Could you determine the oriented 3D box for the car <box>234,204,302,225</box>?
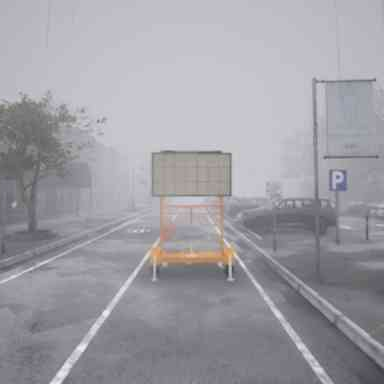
[{"bbox_3d":[5.708,1.704,25.439,4.674,1.452,2.002,0,0,0],"label":"car"}]

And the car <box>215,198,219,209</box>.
[{"bbox_3d":[5.665,1.792,42.265,4.674,1.452,2.002,0,0,0],"label":"car"}]

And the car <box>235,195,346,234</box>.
[{"bbox_3d":[5.690,1.376,19.834,5.566,2.045,2.435,0,0,0],"label":"car"}]

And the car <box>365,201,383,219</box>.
[{"bbox_3d":[18.748,1.436,29.061,5.566,2.045,2.435,0,0,0],"label":"car"}]

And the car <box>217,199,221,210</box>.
[{"bbox_3d":[5.703,1.775,39.458,4.792,1.488,2.163,0,0,0],"label":"car"}]

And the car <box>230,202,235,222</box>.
[{"bbox_3d":[5.527,1.642,22.636,5.366,1.575,1.946,0,0,0],"label":"car"}]

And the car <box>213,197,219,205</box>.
[{"bbox_3d":[5.668,1.757,45.069,4.892,1.521,2.231,0,0,0],"label":"car"}]

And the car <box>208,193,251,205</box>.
[{"bbox_3d":[5.621,1.504,50.677,5.566,2.045,2.435,0,0,0],"label":"car"}]

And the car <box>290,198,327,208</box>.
[{"bbox_3d":[18.907,1.748,54.047,5.366,1.575,1.946,0,0,0],"label":"car"}]

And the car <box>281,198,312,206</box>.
[{"bbox_3d":[18.680,1.774,59.598,4.792,1.488,2.163,0,0,0],"label":"car"}]

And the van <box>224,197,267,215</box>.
[{"bbox_3d":[5.797,1.506,36.656,4.442,1.987,1.878,0,0,0],"label":"van"}]

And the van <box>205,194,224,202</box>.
[{"bbox_3d":[5.462,1.491,81.514,4.442,1.987,1.878,0,0,0],"label":"van"}]

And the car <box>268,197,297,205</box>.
[{"bbox_3d":[18.504,1.731,67.925,5.366,1.575,1.946,0,0,0],"label":"car"}]

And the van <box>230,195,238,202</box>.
[{"bbox_3d":[5.816,1.457,28.244,4.442,1.987,1.878,0,0,0],"label":"van"}]

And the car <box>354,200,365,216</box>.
[{"bbox_3d":[18.765,1.707,31.834,4.892,1.521,2.231,0,0,0],"label":"car"}]

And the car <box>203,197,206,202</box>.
[{"bbox_3d":[5.582,1.483,67.498,5.566,2.045,2.435,0,0,0],"label":"car"}]

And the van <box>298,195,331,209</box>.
[{"bbox_3d":[18.844,1.529,51.272,4.442,1.987,1.878,0,0,0],"label":"van"}]

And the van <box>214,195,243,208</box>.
[{"bbox_3d":[5.759,1.526,53.481,4.442,1.987,1.878,0,0,0],"label":"van"}]

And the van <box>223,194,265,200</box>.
[{"bbox_3d":[5.570,1.493,33.854,4.442,1.987,1.878,0,0,0],"label":"van"}]

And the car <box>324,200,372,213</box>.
[{"bbox_3d":[18.723,1.778,40.160,4.792,1.488,2.163,0,0,0],"label":"car"}]

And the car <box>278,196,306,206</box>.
[{"bbox_3d":[18.733,1.615,62.375,4.553,1.767,2.185,0,0,0],"label":"car"}]

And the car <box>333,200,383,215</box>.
[{"bbox_3d":[18.943,1.732,37.389,5.366,1.575,1.946,0,0,0],"label":"car"}]

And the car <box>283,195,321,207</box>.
[{"bbox_3d":[18.743,1.496,56.822,5.566,2.045,2.435,0,0,0],"label":"car"}]

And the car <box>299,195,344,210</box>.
[{"bbox_3d":[18.762,1.507,48.496,5.566,2.045,2.435,0,0,0],"label":"car"}]

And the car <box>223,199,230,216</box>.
[{"bbox_3d":[5.688,1.701,31.046,5.008,1.535,2.097,0,0,0],"label":"car"}]

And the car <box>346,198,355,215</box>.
[{"bbox_3d":[18.759,1.721,34.612,5.008,1.535,2.097,0,0,0],"label":"car"}]

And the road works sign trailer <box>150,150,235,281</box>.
[{"bbox_3d":[-0.013,0.543,10.105,2.380,3.560,2.880,0,0,-1],"label":"road works sign trailer"}]

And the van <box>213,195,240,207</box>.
[{"bbox_3d":[5.753,1.523,56.285,4.442,1.987,1.878,0,0,0],"label":"van"}]
